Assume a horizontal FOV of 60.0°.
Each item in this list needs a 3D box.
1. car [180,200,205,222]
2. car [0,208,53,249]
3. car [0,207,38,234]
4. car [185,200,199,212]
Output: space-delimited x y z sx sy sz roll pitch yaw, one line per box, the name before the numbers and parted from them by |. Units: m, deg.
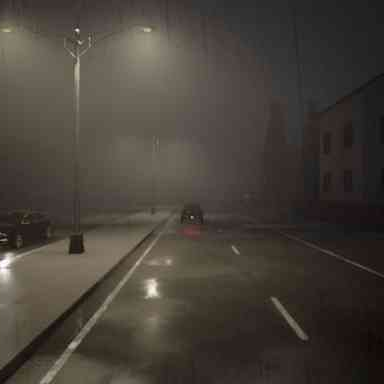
car | 0.020 1.701 28.189 1.837 1.490 4.892 0 0 0
car | -8.038 1.614 15.215 1.837 1.490 4.892 0 -1 0
car | -11.605 1.710 20.880 1.994 1.385 4.181 0 0 -1
car | 0.038 1.830 44.263 1.812 1.442 4.674 0 0 0
